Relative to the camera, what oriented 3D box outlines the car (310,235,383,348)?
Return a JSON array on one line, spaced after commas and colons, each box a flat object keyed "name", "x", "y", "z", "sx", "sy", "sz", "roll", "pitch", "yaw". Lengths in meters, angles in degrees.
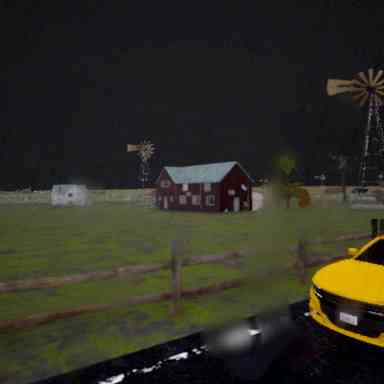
[{"name": "car", "x": 4.201, "y": 1.479, "z": 6.046, "sx": 5.008, "sy": 1.535, "sz": 1.882, "roll": 0, "pitch": 0, "yaw": -35}]
